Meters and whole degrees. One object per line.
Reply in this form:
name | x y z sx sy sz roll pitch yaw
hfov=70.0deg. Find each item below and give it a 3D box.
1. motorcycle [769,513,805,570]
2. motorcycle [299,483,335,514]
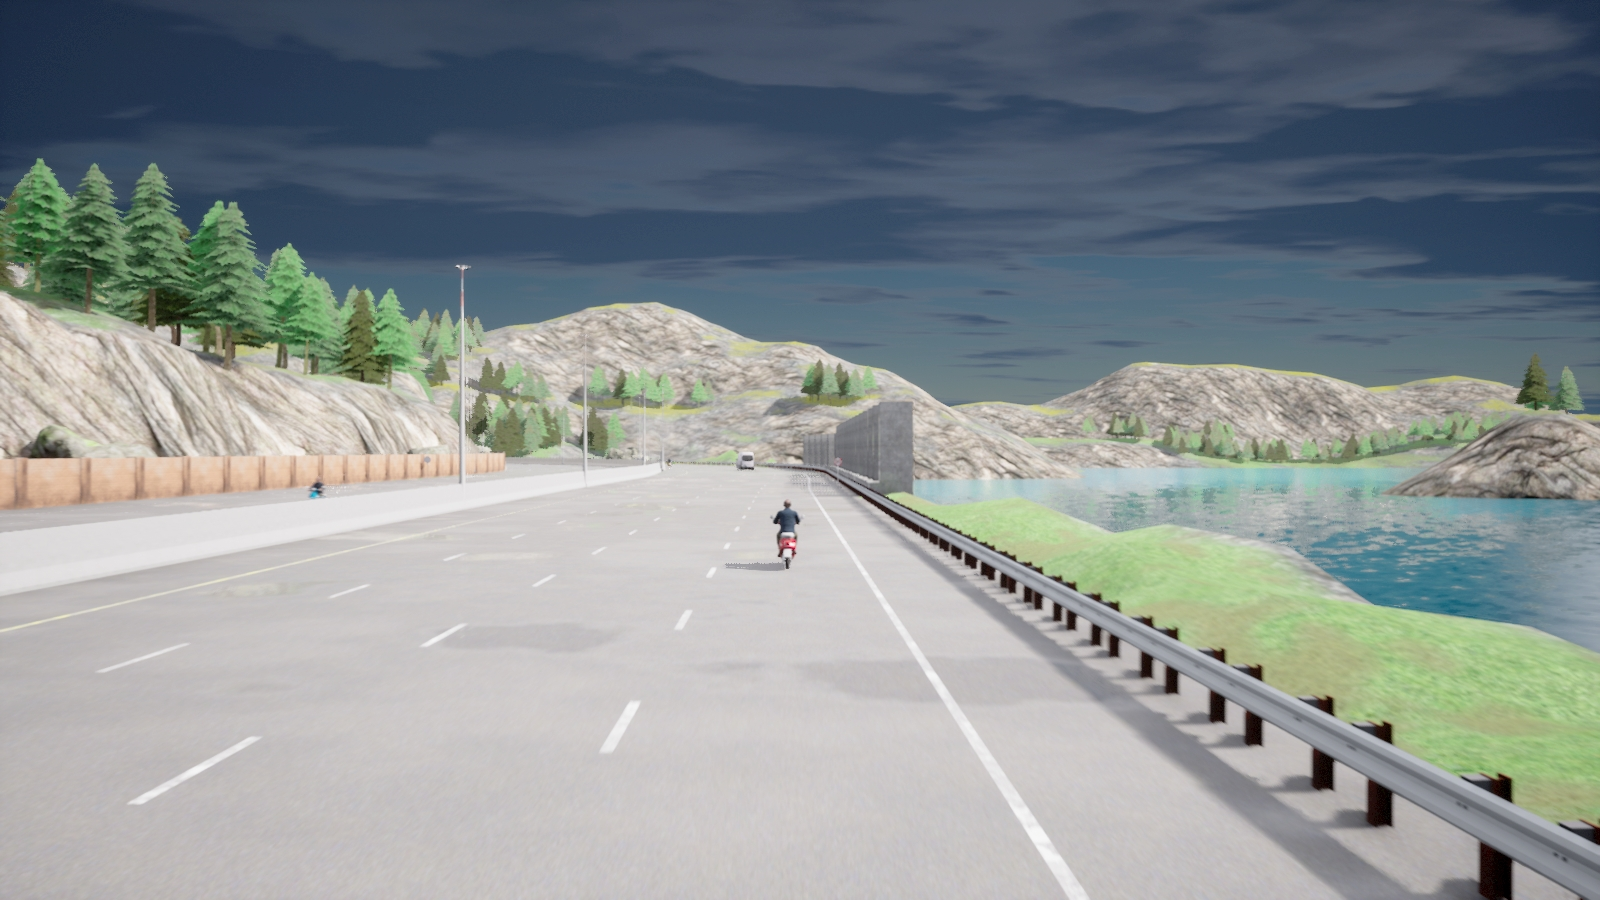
motorcycle | -0.314 2.189 27.672 0.856 1.236 1.805 0 0 -1
motorcycle | -21.646 2.152 51.213 0.856 1.334 1.805 0 0 -1
